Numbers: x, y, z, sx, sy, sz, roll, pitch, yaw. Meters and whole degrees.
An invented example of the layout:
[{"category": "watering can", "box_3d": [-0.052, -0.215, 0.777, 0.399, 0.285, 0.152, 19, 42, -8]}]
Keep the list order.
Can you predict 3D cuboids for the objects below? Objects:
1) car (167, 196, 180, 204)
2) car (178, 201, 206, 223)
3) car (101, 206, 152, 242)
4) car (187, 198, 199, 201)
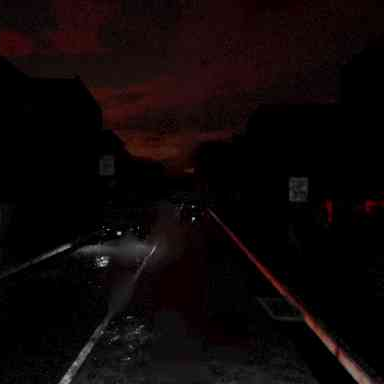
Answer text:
[{"category": "car", "box_3d": [-3.207, 1.459, 58.667, 1.994, 1.385, 4.181, 0, 1, 0]}, {"category": "car", "box_3d": [0.109, 1.613, 26.047, 1.895, 1.301, 4.718, 0, 0, 0]}, {"category": "car", "box_3d": [-3.100, 1.513, 16.597, 1.837, 1.490, 4.892, 0, 0, 0]}, {"category": "car", "box_3d": [0.118, 1.510, 42.944, 1.837, 1.490, 4.892, 0, 0, 0]}]
